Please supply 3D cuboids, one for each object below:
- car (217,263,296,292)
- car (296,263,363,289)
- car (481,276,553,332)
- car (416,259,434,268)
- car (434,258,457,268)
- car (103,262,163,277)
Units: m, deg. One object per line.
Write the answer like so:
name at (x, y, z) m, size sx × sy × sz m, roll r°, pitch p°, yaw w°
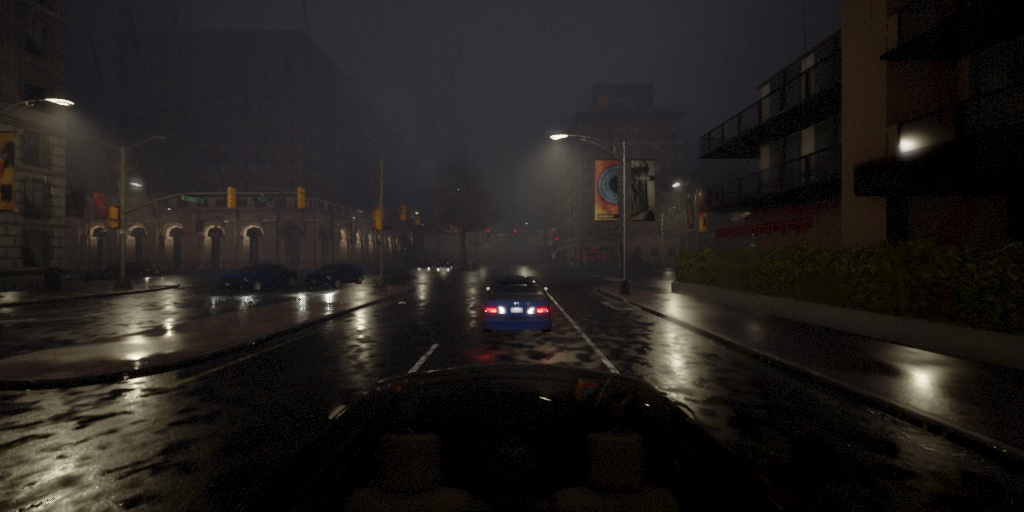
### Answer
car at (-14.932, 1.220, 21.345) m, size 1.882 × 1.535 × 5.008 m, roll 0°, pitch 0°, yaw 1°
car at (-11.414, 1.220, 23.248) m, size 1.882 × 1.535 × 5.008 m, roll 0°, pitch 0°, yaw 1°
car at (0.146, 1.294, 10.789) m, size 2.033 × 1.411 × 5.357 m, roll 0°, pitch 0°, yaw 1°
car at (-14.518, 1.206, 61.808) m, size 1.882 × 1.535 × 5.008 m, roll 0°, pitch 0°, yaw 1°
car at (-11.052, 1.081, 59.739) m, size 2.097 × 1.767 × 4.553 m, roll 0°, pitch 0°, yaw 1°
car at (-36.576, 1.264, 34.620) m, size 4.674 × 1.442 × 1.812 m, roll 0°, pitch 0°, yaw 0°
